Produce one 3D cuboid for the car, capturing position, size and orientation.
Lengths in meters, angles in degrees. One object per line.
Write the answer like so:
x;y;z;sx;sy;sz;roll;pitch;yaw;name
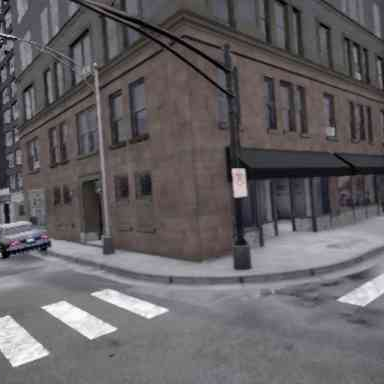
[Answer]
-8.494;2.172;15.895;2.033;1.411;5.357;-10;5;-42;car
